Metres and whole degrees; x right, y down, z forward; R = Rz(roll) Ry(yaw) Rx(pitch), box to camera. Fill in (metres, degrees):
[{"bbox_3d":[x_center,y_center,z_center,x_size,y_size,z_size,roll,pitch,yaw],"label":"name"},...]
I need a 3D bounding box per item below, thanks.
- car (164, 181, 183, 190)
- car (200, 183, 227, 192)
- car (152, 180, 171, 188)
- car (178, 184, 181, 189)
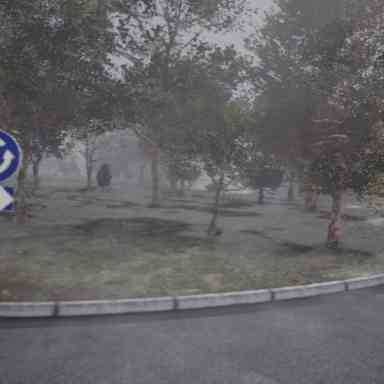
[{"bbox_3d":[-4.839,-1.644,85.726,4.553,1.767,2.185,5,0,-8],"label":"car"},{"bbox_3d":[3.801,-0.723,53.034,1.837,1.490,4.892,4,1,-28],"label":"car"},{"bbox_3d":[-6.713,-1.615,77.016,4.892,1.521,2.231,5,1,-8],"label":"car"},{"bbox_3d":[-6.102,-1.836,79.915,5.566,2.045,2.435,5,1,-8],"label":"car"}]
